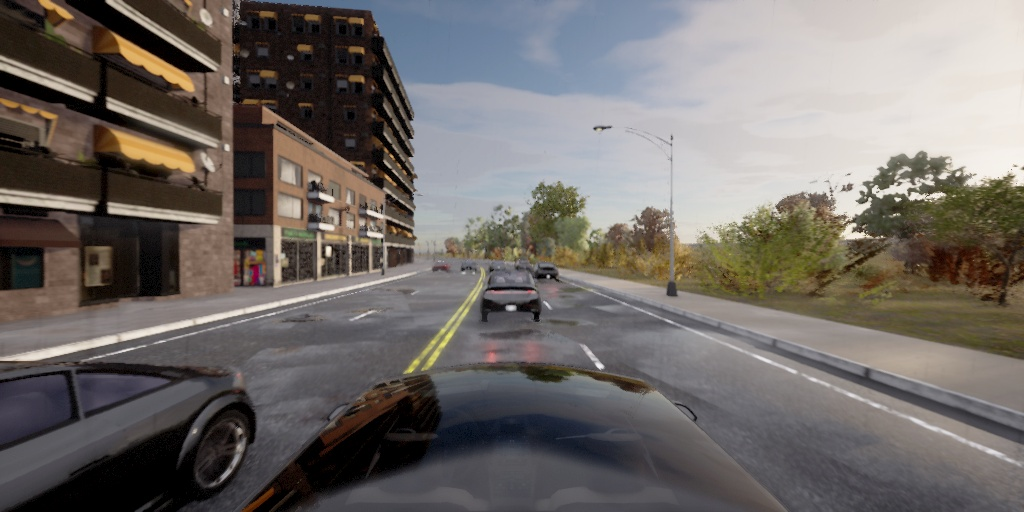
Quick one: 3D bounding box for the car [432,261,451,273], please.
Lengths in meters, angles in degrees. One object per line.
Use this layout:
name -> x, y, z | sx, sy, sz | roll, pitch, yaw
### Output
car -> -8.451, 1.300, 43.109 | 1.895, 1.301, 4.718 | 0, 0, -5

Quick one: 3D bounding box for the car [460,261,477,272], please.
car -> -5.340, 1.257, 44.780 | 1.994, 1.385, 4.181 | 0, 0, -5

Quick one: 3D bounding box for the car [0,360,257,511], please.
car -> -3.381, 1.316, 1.635 | 1.994, 1.385, 4.181 | 0, 0, 0

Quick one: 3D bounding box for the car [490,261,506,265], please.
car -> -1.687, 1.257, 42.474 | 1.994, 1.385, 4.181 | 0, 0, -5

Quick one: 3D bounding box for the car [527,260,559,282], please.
car -> 2.531, 1.222, 28.603 | 1.837, 1.490, 4.892 | 0, 1, -3

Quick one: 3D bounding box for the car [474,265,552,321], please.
car -> -0.076, 1.233, 12.447 | 2.128, 1.511, 4.902 | 0, 0, -1

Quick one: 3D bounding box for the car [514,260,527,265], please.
car -> 1.319, 1.177, 45.037 | 2.128, 1.511, 4.902 | 0, 0, -5
